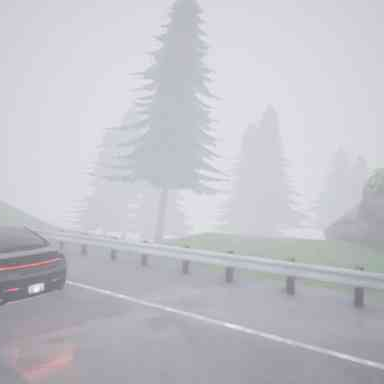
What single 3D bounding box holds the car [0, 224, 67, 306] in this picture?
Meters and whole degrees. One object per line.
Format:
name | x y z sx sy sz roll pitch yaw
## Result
car | -4.765 1.469 7.388 4.892 1.490 1.837 0 0 36
